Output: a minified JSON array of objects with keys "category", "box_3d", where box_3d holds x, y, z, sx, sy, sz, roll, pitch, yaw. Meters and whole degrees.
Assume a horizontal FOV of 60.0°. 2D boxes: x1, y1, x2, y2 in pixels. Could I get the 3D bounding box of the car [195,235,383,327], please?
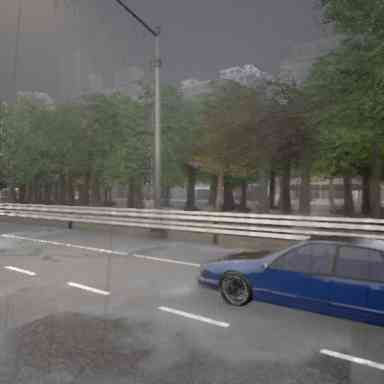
[{"category":"car","box_3d":[2.696,1.548,6.244,5.357,1.411,2.033,0,0,36]}]
